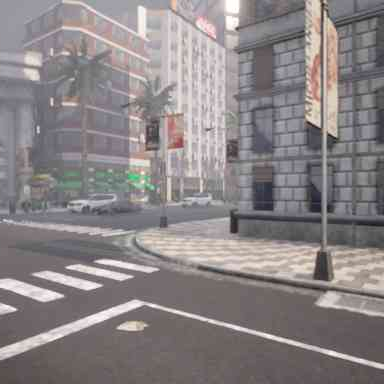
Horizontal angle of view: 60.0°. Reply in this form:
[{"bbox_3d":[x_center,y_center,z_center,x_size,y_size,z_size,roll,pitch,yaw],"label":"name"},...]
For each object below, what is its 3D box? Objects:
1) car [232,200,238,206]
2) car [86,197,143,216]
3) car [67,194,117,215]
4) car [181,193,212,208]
[{"bbox_3d":[8.725,1.534,52.642,5.357,1.411,2.033,0,0,-41],"label":"car"},{"bbox_3d":[-7.264,1.533,32.673,2.033,1.411,5.357,0,0,36],"label":"car"},{"bbox_3d":[-10.147,1.205,34.653,2.150,2.045,5.566,0,0,36],"label":"car"},{"bbox_3d":[0.724,1.205,49.157,2.150,2.045,5.566,0,0,40],"label":"car"}]
